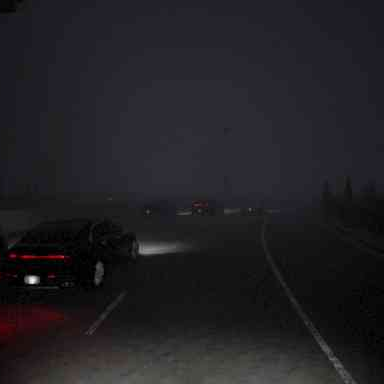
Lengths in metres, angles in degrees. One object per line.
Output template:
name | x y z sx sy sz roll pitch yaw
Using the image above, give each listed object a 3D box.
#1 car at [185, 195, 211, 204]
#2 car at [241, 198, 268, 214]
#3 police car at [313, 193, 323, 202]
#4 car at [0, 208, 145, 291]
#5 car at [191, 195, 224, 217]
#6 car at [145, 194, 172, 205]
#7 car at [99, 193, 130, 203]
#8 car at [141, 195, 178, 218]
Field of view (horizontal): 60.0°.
car | 0.952 1.079 51.669 1.895 1.301 4.718 0 1 32
car | 5.669 1.243 30.160 1.812 1.442 4.674 0 0 20
police car | 22.810 0.945 57.428 2.038 1.542 4.974 0 1 42
car | -2.807 1.396 8.734 1.837 1.490 4.892 0 1 6
car | 1.389 1.189 27.739 2.128 1.511 4.902 0 1 19
car | -4.836 1.074 48.628 1.994 1.385 4.181 0 0 29
car | -10.522 0.890 45.166 2.097 1.767 4.553 0 0 26
car | -2.597 1.230 26.792 1.812 1.442 4.674 0 1 17
